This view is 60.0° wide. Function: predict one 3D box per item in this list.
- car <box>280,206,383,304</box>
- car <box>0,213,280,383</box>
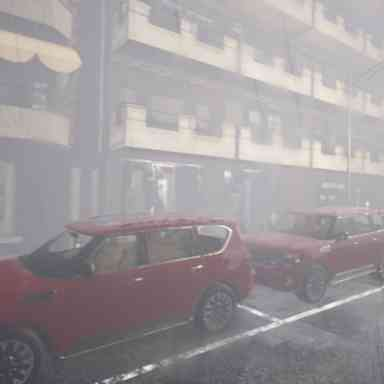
[{"bbox_3d":[3.279,1.333,8.422,5.009,1.841,2.192,0,1,-36],"label":"car"},{"bbox_3d":[-1.218,1.320,5.205,5.009,1.841,2.192,0,1,-36],"label":"car"}]
